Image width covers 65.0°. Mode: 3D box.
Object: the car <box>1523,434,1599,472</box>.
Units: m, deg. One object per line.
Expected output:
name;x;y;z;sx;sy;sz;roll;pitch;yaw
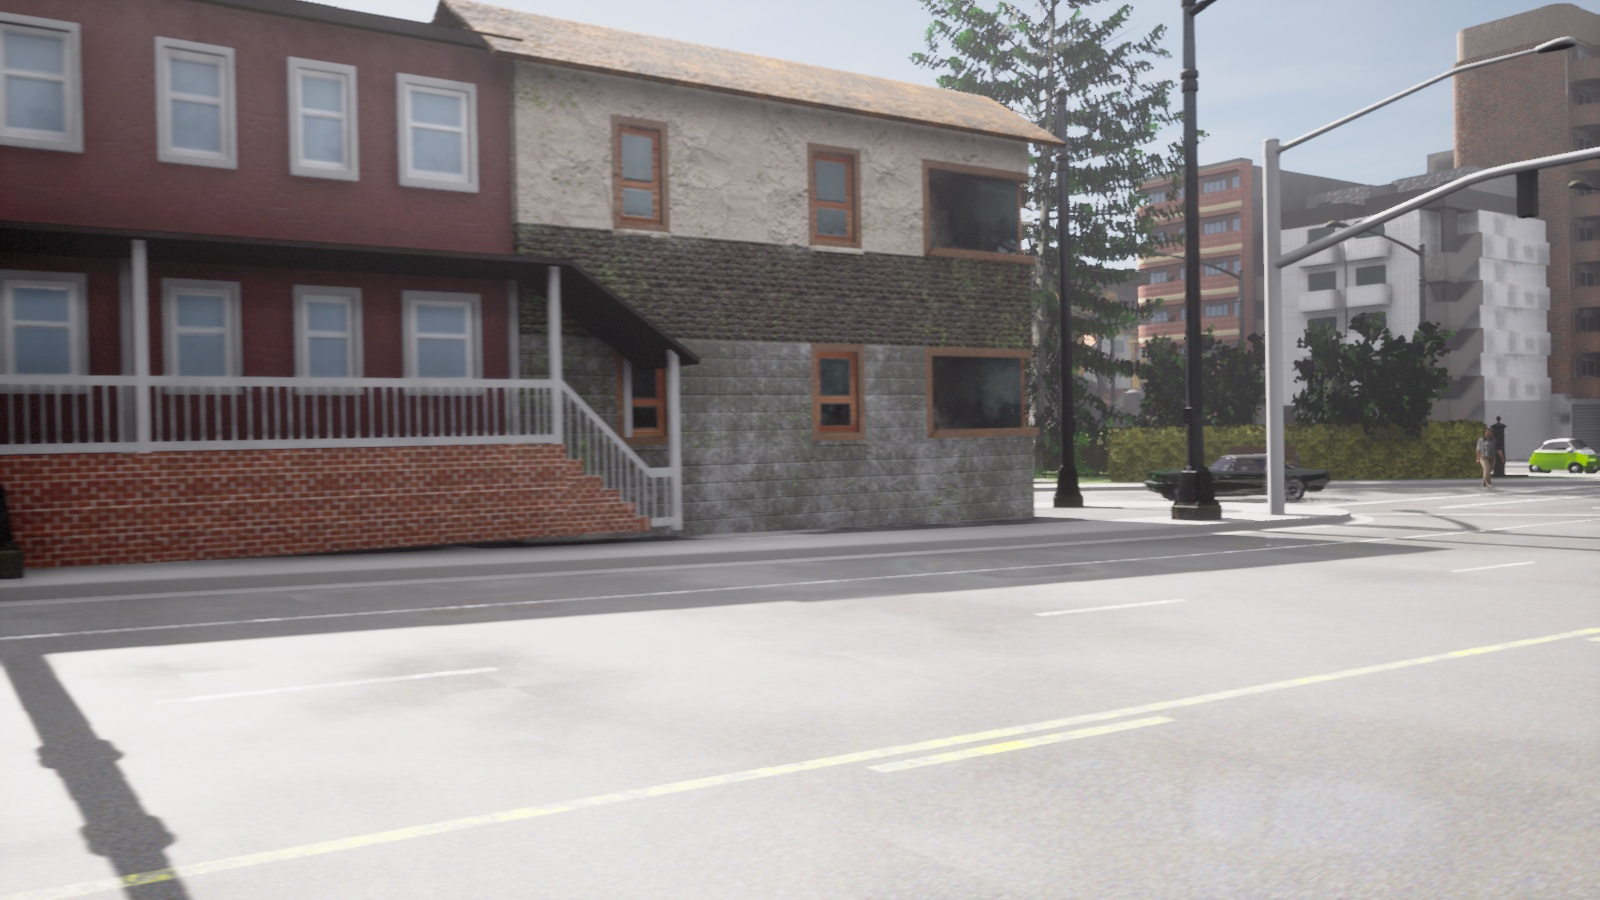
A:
car;28.976;0.112;47.661;1.481;1.376;2.207;-2;1;-34

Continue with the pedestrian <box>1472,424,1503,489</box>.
pedestrian;19.691;0.177;35.989;0.540;1.848;0.694;-1;1;8

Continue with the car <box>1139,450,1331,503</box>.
car;12.105;0.722;35.175;4.718;1.301;1.895;-1;1;4
